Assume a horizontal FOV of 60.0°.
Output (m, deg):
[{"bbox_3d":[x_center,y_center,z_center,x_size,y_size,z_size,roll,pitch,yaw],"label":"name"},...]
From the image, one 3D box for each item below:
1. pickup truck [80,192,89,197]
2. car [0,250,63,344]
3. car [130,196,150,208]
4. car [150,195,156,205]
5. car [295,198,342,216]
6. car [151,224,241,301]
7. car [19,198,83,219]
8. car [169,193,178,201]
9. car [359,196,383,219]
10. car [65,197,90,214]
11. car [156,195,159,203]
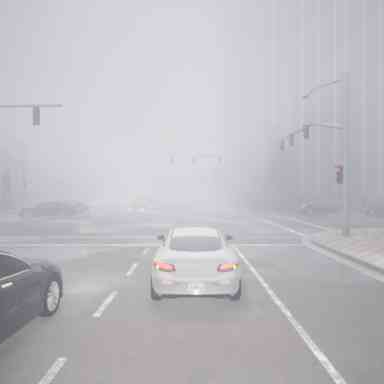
[{"bbox_3d":[-24.638,1.088,70.291,2.390,2.098,6.274,0,0,30],"label":"pickup truck"},{"bbox_3d":[-3.434,1.507,4.583,1.837,1.490,4.892,0,0,1],"label":"car"},{"bbox_3d":[-7.797,1.498,48.697,1.882,1.535,5.008,0,0,-1],"label":"car"},{"bbox_3d":[-7.921,1.529,57.951,1.837,1.490,4.892,0,0,-1],"label":"car"},{"bbox_3d":[12.505,1.367,32.527,4.553,1.767,2.097,0,0,0],"label":"car"},{"bbox_3d":[0.080,1.529,8.232,1.812,1.442,4.674,0,0,0],"label":"car"},{"bbox_3d":[-12.401,1.517,28.848,4.892,1.490,1.837,0,0,0],"label":"car"},{"bbox_3d":[-4.723,1.261,85.507,2.150,2.045,5.566,0,0,-1],"label":"car"},{"bbox_3d":[17.720,1.234,29.064,5.566,2.045,2.150,0,0,0],"label":"car"},{"bbox_3d":[-12.417,1.505,32.349,4.902,1.511,2.128,0,0,0],"label":"car"},{"bbox_3d":[-7.995,1.380,68.133,2.097,1.767,4.553,0,0,0],"label":"car"}]
